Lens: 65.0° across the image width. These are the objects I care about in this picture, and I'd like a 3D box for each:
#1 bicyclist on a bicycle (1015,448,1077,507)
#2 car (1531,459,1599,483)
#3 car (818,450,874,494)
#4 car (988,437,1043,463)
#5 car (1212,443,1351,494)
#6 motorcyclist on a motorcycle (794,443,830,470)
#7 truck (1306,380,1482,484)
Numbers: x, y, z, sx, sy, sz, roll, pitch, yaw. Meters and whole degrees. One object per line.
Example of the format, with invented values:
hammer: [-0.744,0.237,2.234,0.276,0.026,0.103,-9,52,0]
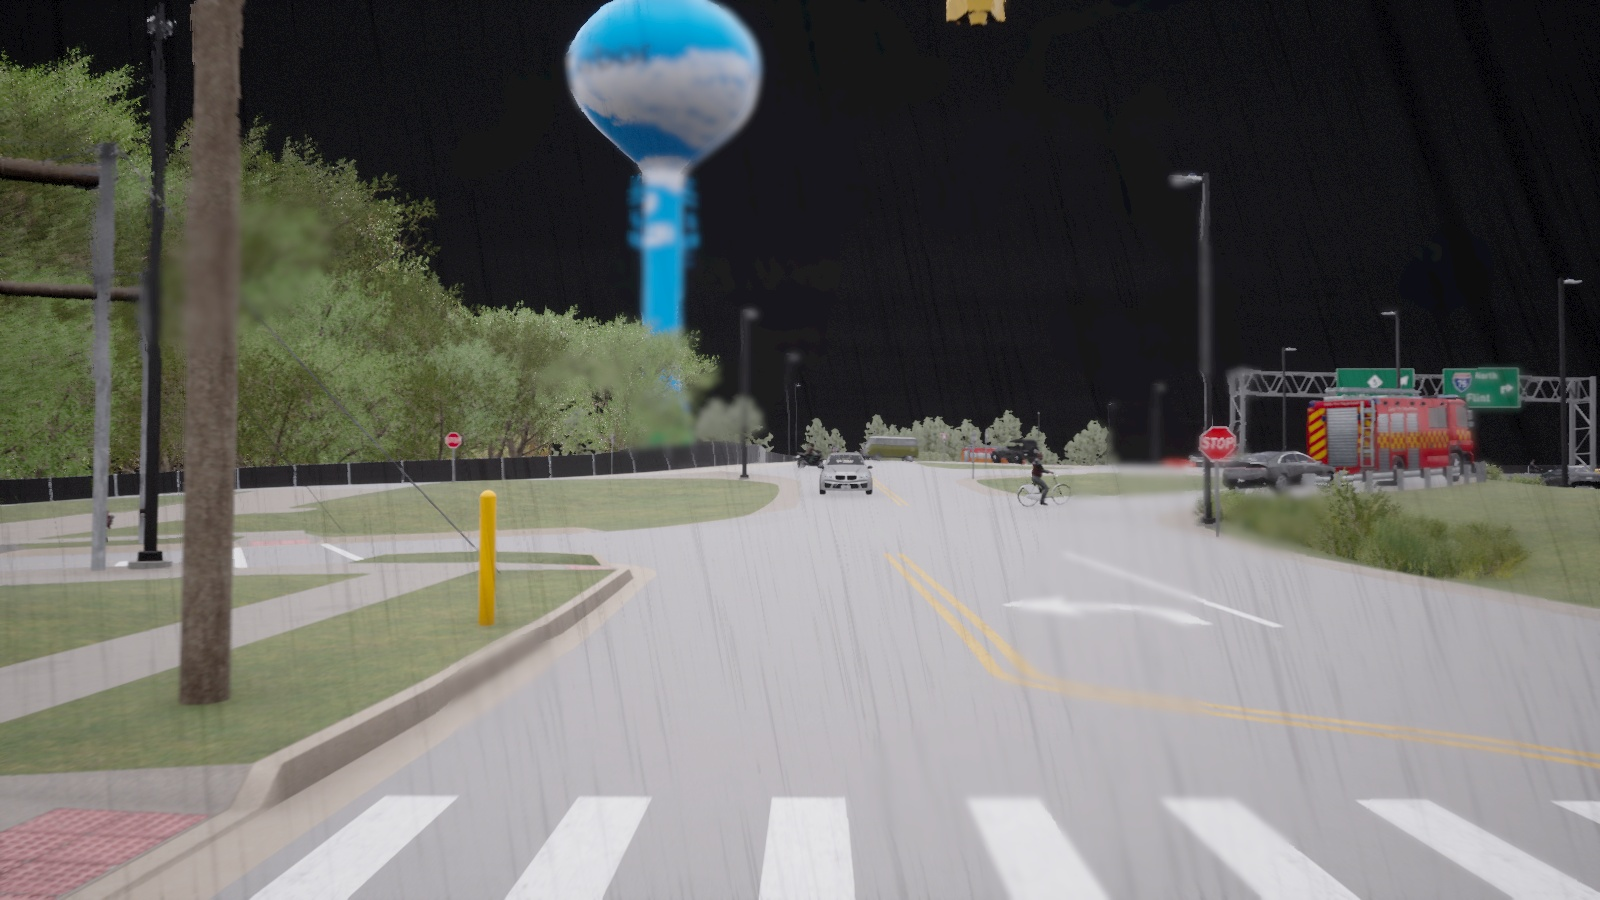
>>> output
bicyclist on a bicycle: [7.984,0.890,40.811,1.843,1.776,0.659,-2,4,-7]
car: [45.930,1.275,75.132,1.994,1.385,4.181,0,-1,1]
car: [1.913,0.871,52.968,2.242,1.667,4.611,0,1,1]
car: [16.264,-0.013,94.850,1.905,1.878,3.866,1,0,-35]
car: [16.485,0.618,42.887,4.902,1.511,2.128,-2,-1,-38]
motorcyclist on a motorcycle: [0.710,0.381,74.721,2.044,1.523,0.797,-1,-1,-36]
truck: [23.848,-0.725,50.196,8.468,3.827,2.891,-2,0,-39]
